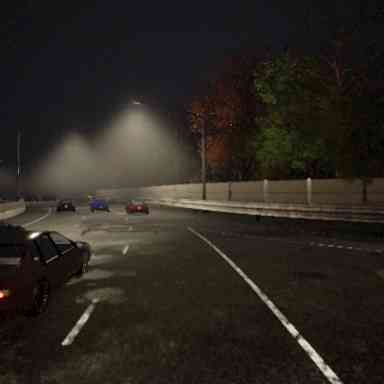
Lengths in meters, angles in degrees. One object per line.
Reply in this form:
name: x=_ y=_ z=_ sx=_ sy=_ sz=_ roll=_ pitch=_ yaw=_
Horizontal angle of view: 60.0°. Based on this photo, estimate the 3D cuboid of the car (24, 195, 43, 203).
car: x=-33.715 y=1.417 z=69.879 sx=1.837 sy=1.490 sz=4.892 roll=0 pitch=0 yaw=-44

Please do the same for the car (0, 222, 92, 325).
car: x=-3.719 y=1.559 z=7.361 sx=2.033 sy=1.411 sz=5.357 roll=0 pitch=0 yaw=-4

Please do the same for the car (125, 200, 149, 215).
car: x=-5.735 y=1.546 z=34.344 sx=1.994 sy=1.385 sz=4.181 roll=0 pitch=0 yaw=-18

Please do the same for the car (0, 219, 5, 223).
car: x=-7.766 y=1.577 z=11.916 sx=2.033 sy=1.411 sz=5.357 roll=0 pitch=0 yaw=-7

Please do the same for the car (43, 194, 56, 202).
car: x=-31.060 y=1.251 z=72.161 sx=2.097 sy=1.767 sz=4.553 roll=0 pitch=0 yaw=-44

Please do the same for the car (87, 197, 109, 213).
car: x=-10.651 y=1.484 z=38.083 sx=1.882 sy=1.535 sz=5.008 roll=0 pitch=0 yaw=-20

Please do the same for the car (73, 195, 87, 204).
car: x=-21.744 y=1.510 z=66.315 sx=1.882 sy=1.535 sz=5.008 roll=0 pitch=0 yaw=-32

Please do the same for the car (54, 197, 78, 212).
car: x=-14.874 y=1.595 z=39.228 sx=1.994 sy=1.385 sz=4.181 roll=0 pitch=0 yaw=-22

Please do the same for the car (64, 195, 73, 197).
car: x=-26.555 y=1.404 z=74.182 sx=2.033 sy=1.411 sz=5.357 roll=0 pitch=0 yaw=-28
